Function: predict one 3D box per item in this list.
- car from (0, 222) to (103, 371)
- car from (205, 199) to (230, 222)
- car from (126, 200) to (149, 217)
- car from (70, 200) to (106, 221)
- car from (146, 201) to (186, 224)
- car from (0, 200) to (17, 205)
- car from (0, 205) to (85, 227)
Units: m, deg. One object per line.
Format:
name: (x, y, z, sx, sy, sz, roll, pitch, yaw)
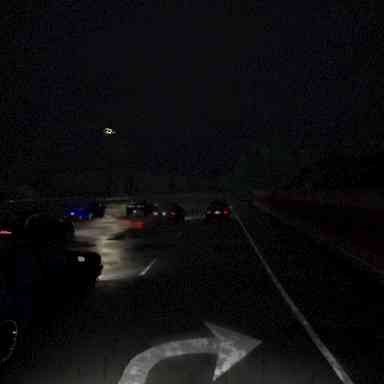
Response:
car: (-3.172, 1.533, 5.583, 2.033, 1.411, 5.357, 0, 0, 3)
car: (2.019, 1.508, 26.125, 2.033, 1.411, 5.357, 0, 0, 5)
car: (-4.620, 1.435, 30.460, 2.128, 1.511, 4.902, 0, 0, 5)
car: (-8.475, 1.420, 26.626, 1.882, 1.535, 5.008, 0, 0, 5)
car: (-1.627, 1.505, 24.674, 2.033, 1.411, 5.357, 0, 0, 5)
car: (-18.653, 1.481, 32.530, 1.994, 1.385, 4.181, 0, 0, 6)
car: (-6.169, 1.461, 12.567, 2.128, 1.511, 4.902, 0, 0, 4)
